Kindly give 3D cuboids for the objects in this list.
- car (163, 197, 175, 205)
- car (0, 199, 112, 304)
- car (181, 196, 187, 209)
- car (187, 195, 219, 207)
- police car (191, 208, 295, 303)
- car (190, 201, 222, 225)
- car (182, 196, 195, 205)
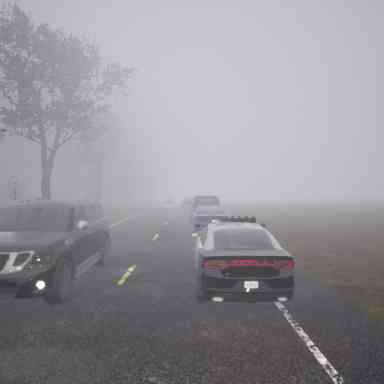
[{"bbox_3d":[-4.191,1.611,60.611,1.994,1.385,4.181,0,0,-1],"label":"car"},{"bbox_3d":[-3.620,1.222,8.466,2.150,2.045,5.566,0,0,0],"label":"car"},{"bbox_3d":[-0.367,1.382,45.836,2.097,1.767,4.553,0,0,0],"label":"car"},{"bbox_3d":[0.933,1.233,24.364,2.150,2.045,5.566,0,0,-1],"label":"car"},{"bbox_3d":[1.034,1.426,8.427,1.930,1.638,5.238,0,0,0],"label":"police car"},{"bbox_3d":[0.981,1.483,18.327,1.882,1.535,5.008,0,0,0],"label":"car"},{"bbox_3d":[-0.638,1.537,58.885,2.128,1.511,4.902,0,0,-1],"label":"car"}]
